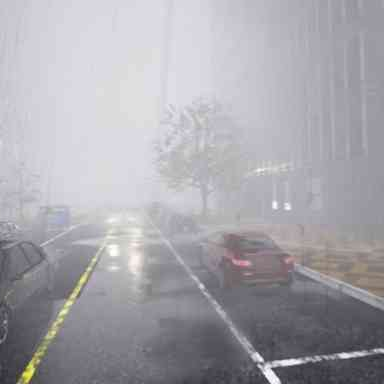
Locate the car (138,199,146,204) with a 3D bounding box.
[{"bbox_3d":[-13.971,2.724,93.044,1.947,1.339,4.313,-1,0,-10],"label":"car"}]

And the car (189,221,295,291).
[{"bbox_3d":[1.269,1.643,9.036,1.802,1.307,4.206,-1,-1,-10],"label":"car"}]

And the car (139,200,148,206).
[{"bbox_3d":[-11.939,2.589,81.843,1.947,1.339,4.313,-1,0,-10],"label":"car"}]

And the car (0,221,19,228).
[{"bbox_3d":[-7.992,1.889,13.142,2.008,1.369,4.403,-1,-1,-10],"label":"car"}]

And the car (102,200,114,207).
[{"bbox_3d":[-19.168,2.695,74.751,1.887,1.381,4.507,-1,0,-10],"label":"car"}]

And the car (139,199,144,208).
[{"bbox_3d":[-8.891,2.361,65.042,1.887,1.381,4.507,-1,0,-10],"label":"car"}]

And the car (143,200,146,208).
[{"bbox_3d":[-4.830,1.965,42.640,1.967,1.590,4.097,-1,-1,-10],"label":"car"}]

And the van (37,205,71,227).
[{"bbox_3d":[-10.028,1.837,24.346,1.690,1.788,3.998,-1,-1,-10],"label":"van"}]

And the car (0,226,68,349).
[{"bbox_3d":[-4.057,1.720,6.542,2.033,1.411,5.357,-1,-1,-10],"label":"car"}]

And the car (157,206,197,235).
[{"bbox_3d":[-0.763,1.774,20.237,2.008,1.369,4.403,-1,-1,-10],"label":"car"}]

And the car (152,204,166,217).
[{"bbox_3d":[-1.779,1.852,25.838,2.008,1.369,4.403,-1,-1,-10],"label":"car"}]

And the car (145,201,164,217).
[{"bbox_3d":[-3.814,1.891,37.040,1.967,1.590,4.097,-1,-1,-10],"label":"car"}]
